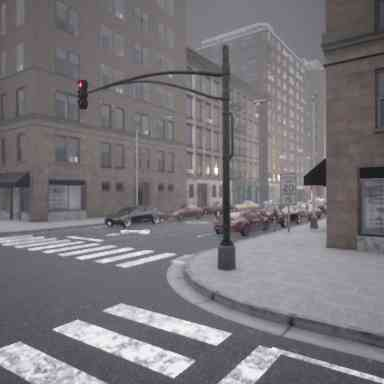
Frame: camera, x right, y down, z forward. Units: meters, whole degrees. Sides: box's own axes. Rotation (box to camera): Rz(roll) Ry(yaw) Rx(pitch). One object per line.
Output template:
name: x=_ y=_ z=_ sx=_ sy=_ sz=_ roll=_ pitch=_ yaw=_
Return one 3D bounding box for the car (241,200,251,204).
car: x=5.623 y=1.534 z=35.769 sx=1.752 sy=1.417 sz=4.829 roll=0 pitch=0 yaw=35

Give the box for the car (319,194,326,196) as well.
car: x=21.592 y=1.541 z=58.272 sx=1.752 sy=1.417 sz=4.829 roll=0 pitch=0 yaw=35

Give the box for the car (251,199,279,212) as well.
car: x=8.915 y=1.590 z=40.409 sx=1.802 sy=1.307 sz=4.206 roll=0 pitch=0 yaw=35

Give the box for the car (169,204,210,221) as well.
car: x=-0.664 y=1.594 z=26.907 sx=1.802 sy=1.307 sz=4.206 roll=0 pitch=0 yaw=35

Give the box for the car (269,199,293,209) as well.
car: x=12.107 y=1.591 z=44.909 sx=1.802 sy=1.307 sz=4.206 roll=0 pitch=0 yaw=35

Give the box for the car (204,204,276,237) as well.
car: x=2.688 y=1.550 z=17.764 sx=1.802 sy=1.307 sz=4.206 roll=0 pitch=0 yaw=35

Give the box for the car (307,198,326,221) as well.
car: x=9.173 y=1.490 z=26.905 sx=1.752 sy=1.417 sz=4.829 roll=0 pitch=0 yaw=35

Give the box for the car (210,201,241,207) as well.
car: x=2.528 y=1.555 z=31.407 sx=1.887 sy=1.381 sz=4.507 roll=0 pitch=0 yaw=35

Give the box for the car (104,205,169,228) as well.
car: x=-3.858 y=1.580 z=22.406 sx=1.947 sy=1.339 sz=4.313 roll=0 pitch=0 yaw=35

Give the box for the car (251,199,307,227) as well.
car: x=5.881 y=1.407 z=22.265 sx=1.967 sy=1.590 sz=4.097 roll=0 pitch=0 yaw=35

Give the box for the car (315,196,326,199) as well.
car: x=12.268 y=1.403 z=31.268 sx=1.967 sy=1.590 sz=4.097 roll=0 pitch=0 yaw=35
